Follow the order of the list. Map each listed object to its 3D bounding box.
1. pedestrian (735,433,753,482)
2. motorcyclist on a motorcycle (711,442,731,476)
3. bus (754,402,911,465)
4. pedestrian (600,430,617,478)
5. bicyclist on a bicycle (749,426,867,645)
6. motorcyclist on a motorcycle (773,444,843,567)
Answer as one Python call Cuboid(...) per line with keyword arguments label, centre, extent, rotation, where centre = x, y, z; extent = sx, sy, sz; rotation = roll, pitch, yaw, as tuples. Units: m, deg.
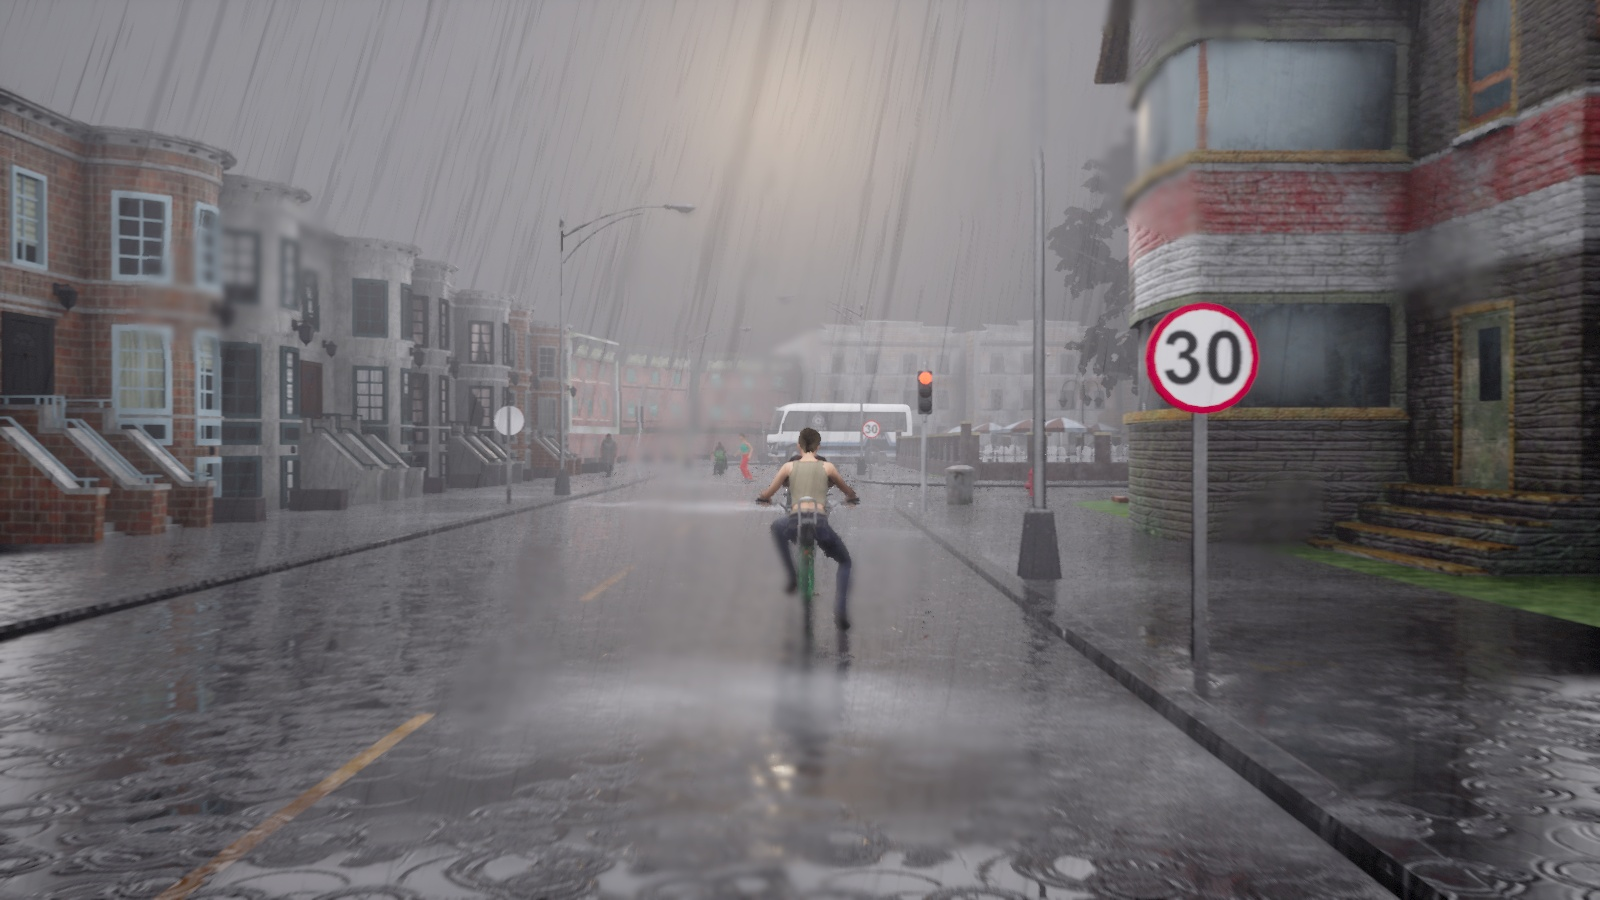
Cuboid(label="pedestrian", centre=(-2.086, 0.275, 46.749), extent=(0.594, 1.836, 0.345), rotation=(0, 0, -28))
Cuboid(label="motorcyclist on a motorcycle", centre=(-3.674, 0.397, 58.279), extent=(0.797, 1.523, 2.044), rotation=(0, 0, 0))
Cuboid(label="bus", centre=(2.234, -1.131, 87.953), extent=(10.273, 4.253, 3.944), rotation=(0, 1, -13))
Cuboid(label="pedestrian", centre=(-7.817, 0.161, 51.167), extent=(0.659, 1.952, 0.873), rotation=(0, 0, -11))
Cuboid(label="bicyclist on a bicycle", centre=(0.068, 0.627, 9.994), extent=(0.866, 1.612, 1.509), rotation=(0, 0, 1))
Cuboid(label="motorcyclist on a motorcycle", centre=(0.110, 0.687, 16.757), extent=(0.866, 1.530, 2.191), rotation=(0, 0, 0))
